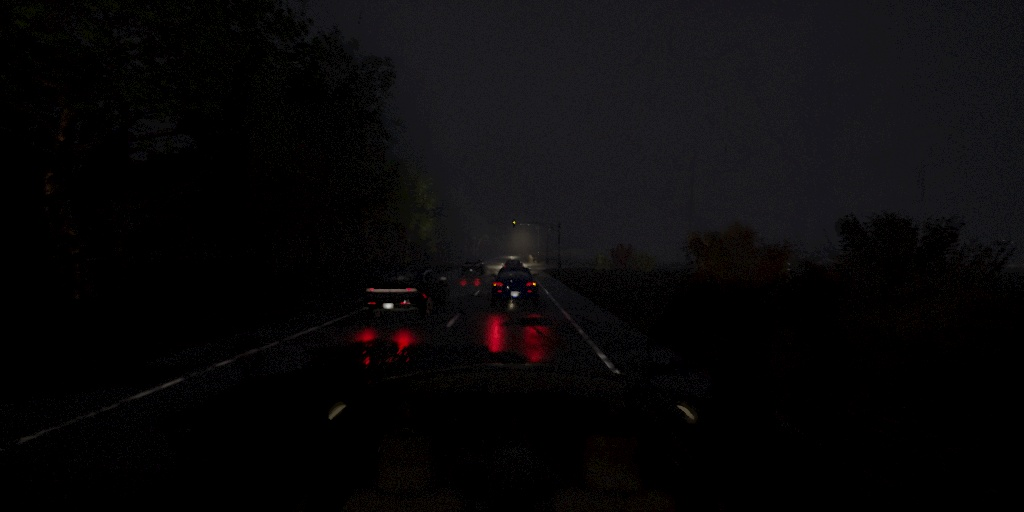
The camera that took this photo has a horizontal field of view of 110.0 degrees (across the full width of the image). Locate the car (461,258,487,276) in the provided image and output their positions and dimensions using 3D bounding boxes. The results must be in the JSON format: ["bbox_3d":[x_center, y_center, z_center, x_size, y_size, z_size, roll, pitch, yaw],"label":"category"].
[{"bbox_3d":[-3.380,0.933,32.151,2.128,1.511,4.902,0,1,0],"label":"car"}]

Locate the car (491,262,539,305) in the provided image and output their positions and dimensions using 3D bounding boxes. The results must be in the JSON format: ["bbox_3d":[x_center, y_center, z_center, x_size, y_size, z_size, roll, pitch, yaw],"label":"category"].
[{"bbox_3d":[0.104,1.143,14.983,1.812,1.442,4.674,0,1,0],"label":"car"}]

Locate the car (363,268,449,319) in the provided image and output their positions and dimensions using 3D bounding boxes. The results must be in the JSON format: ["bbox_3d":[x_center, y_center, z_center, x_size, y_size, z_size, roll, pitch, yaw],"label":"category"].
[{"bbox_3d":[-3.403,1.137,12.308,2.128,1.511,4.902,0,1,0],"label":"car"}]

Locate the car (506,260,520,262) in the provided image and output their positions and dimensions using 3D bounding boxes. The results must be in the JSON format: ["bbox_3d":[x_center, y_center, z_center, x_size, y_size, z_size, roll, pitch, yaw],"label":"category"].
[{"bbox_3d":[0.119,1.003,32.343,1.994,1.385,4.181,0,1,0],"label":"car"}]
